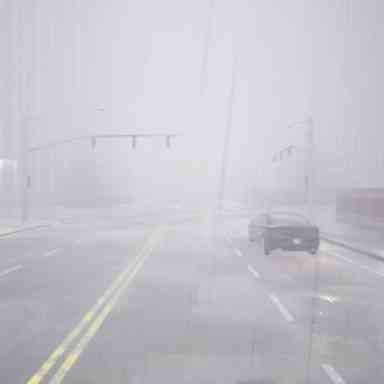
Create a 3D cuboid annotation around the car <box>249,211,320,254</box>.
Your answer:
[{"bbox_3d":[3.547,1.510,13.611,1.882,1.535,5.008,0,0,1],"label":"car"}]

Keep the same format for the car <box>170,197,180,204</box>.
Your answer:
[{"bbox_3d":[-3.522,1.759,69.772,1.895,1.301,4.718,0,0,0],"label":"car"}]

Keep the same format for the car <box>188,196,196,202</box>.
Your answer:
[{"bbox_3d":[-0.026,1.728,84.500,1.994,1.385,4.181,0,0,0],"label":"car"}]

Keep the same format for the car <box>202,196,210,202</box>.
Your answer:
[{"bbox_3d":[3.474,1.771,84.531,1.895,1.301,4.718,0,0,0],"label":"car"}]
